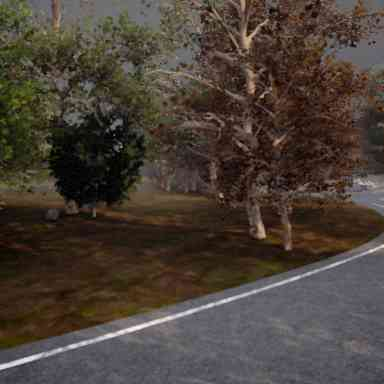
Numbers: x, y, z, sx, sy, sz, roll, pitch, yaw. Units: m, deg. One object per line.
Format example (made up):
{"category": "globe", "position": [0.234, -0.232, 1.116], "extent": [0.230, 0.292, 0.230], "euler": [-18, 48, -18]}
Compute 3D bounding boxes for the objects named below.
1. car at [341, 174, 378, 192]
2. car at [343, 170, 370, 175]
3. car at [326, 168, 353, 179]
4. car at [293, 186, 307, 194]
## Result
{"category": "car", "position": [18.126, -0.821, 36.988], "extent": [1.812, 1.442, 4.674], "euler": [-7, 4, -31]}
{"category": "car", "position": [32.423, -3.545, 65.036], "extent": [4.181, 1.385, 1.994], "euler": [-4, 3, -1]}
{"category": "car", "position": [30.194, -3.760, 68.063], "extent": [4.553, 1.767, 2.097], "euler": [-5, 3, -11]}
{"category": "car", "position": [12.604, -0.656, 41.695], "extent": [1.812, 1.442, 4.674], "euler": [-6, 3, -12]}
